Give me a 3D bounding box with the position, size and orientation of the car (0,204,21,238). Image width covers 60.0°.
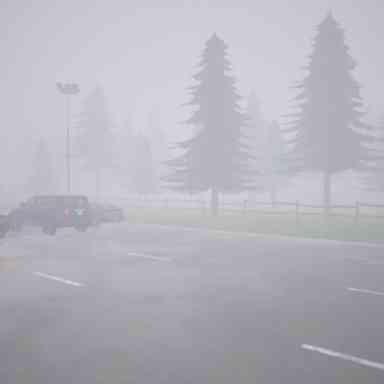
[{"bbox_3d":[-10.573,1.404,15.831,4.902,1.511,2.128,0,0,36],"label":"car"}]

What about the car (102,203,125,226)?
[{"bbox_3d":[-6.504,1.404,21.528,4.902,1.511,2.128,0,0,36],"label":"car"}]

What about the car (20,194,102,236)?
[{"bbox_3d":[-7.752,1.139,18.120,5.566,2.045,2.150,0,0,36],"label":"car"}]
